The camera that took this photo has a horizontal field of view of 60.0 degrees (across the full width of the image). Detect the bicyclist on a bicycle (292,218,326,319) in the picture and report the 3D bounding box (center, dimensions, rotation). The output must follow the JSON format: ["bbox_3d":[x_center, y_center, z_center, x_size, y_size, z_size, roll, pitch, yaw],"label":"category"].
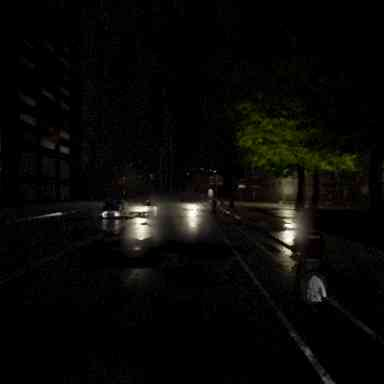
[{"bbox_3d":[2.236,1.380,6.526,0.659,1.776,1.843,0,0,0],"label":"bicyclist on a bicycle"}]

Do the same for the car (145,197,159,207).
[{"bbox_3d":[-6.517,1.654,54.350,1.837,1.490,4.892,0,-1,0],"label":"car"}]

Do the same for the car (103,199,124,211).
[{"bbox_3d":[-9.844,1.623,41.855,1.812,1.442,4.674,0,0,0],"label":"car"}]

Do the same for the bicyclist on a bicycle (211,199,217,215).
[{"bbox_3d":[2.257,1.522,33.706,0.582,1.620,1.656,0,-1,0],"label":"bicyclist on a bicycle"}]

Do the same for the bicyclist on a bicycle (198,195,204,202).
[{"bbox_3d":[2.250,1.587,73.248,0.659,1.776,1.843,0,0,0],"label":"bicyclist on a bicycle"}]
